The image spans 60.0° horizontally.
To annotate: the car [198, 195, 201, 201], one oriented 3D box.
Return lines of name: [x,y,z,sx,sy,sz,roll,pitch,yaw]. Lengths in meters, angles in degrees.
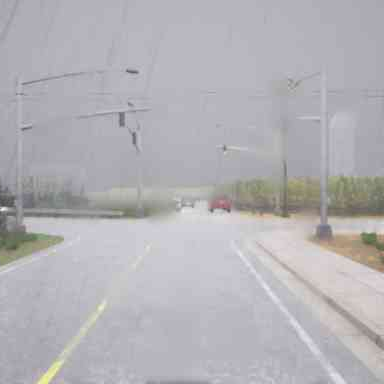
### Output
car: [0.979,1.465,78.781,1.882,1.535,5.008,0,0,-3]

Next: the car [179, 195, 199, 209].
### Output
car: [-0.603,1.498,45.833,2.128,1.511,4.902,0,0,-3]

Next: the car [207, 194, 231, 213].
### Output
car: [2.989,1.233,37.415,2.150,2.045,5.566,0,0,-3]

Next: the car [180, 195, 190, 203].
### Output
car: [-1.329,1.303,62.404,1.837,1.490,4.892,0,0,-3]
